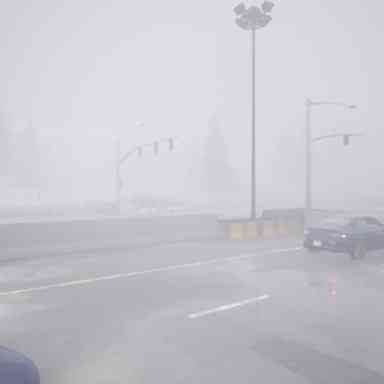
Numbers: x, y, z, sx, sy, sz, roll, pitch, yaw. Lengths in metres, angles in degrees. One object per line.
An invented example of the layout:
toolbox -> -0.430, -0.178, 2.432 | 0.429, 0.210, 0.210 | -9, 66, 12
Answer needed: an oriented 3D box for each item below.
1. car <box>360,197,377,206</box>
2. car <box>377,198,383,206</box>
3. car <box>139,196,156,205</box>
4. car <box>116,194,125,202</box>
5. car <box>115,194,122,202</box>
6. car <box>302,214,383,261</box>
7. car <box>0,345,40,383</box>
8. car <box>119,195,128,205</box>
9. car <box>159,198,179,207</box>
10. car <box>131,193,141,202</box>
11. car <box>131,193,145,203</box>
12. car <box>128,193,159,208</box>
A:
car -> 29.962, 1.566, 55.322 | 4.718, 1.301, 1.895 | 0, 0, -35
car -> 32.194, 1.186, 52.613 | 5.566, 2.045, 2.150 | 0, 0, -35
car -> -8.051, 1.482, 59.618 | 1.882, 1.535, 5.008 | 0, 0, -22
car -> -16.577, 1.360, 77.285 | 2.097, 1.767, 4.553 | 0, 0, -11
car -> -14.506, 1.549, 67.595 | 2.033, 1.411, 5.357 | 0, 0, -18
car -> 6.005, 1.527, 12.337 | 4.674, 1.442, 1.812 | 0, 0, -36
car -> -3.182, 1.525, 1.464 | 4.674, 1.442, 1.812 | 0, 0, -36
car -> -11.429, 1.605, 58.485 | 1.895, 1.301, 4.718 | 0, 0, -22
car -> -3.917, 1.552, 50.716 | 2.033, 1.411, 5.357 | 0, 0, -29
car -> -13.275, 1.231, 78.816 | 2.150, 2.045, 5.566 | 0, 0, -11
car -> -11.160, 1.230, 68.626 | 2.150, 2.045, 5.566 | 0, 0, -18
car -> -7.275, 1.225, 49.661 | 2.150, 2.045, 5.566 | 0, 0, -28
